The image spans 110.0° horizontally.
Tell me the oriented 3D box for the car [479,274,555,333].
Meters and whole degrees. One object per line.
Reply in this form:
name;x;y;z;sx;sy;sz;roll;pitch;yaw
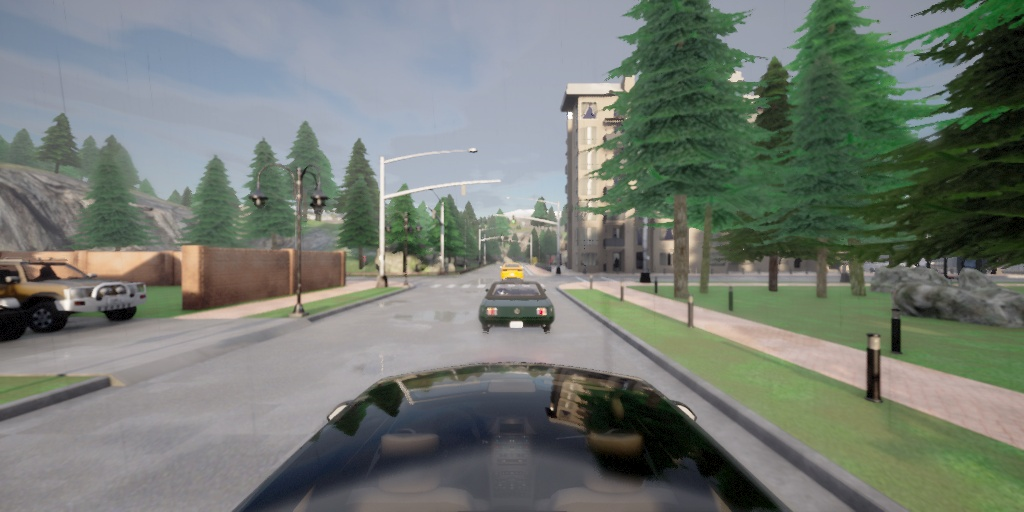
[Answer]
car;0.116;1.390;10.933;1.895;1.301;4.718;0;0;0

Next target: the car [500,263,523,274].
car;-0.023;1.363;31.656;1.882;1.535;5.008;0;0;-1
